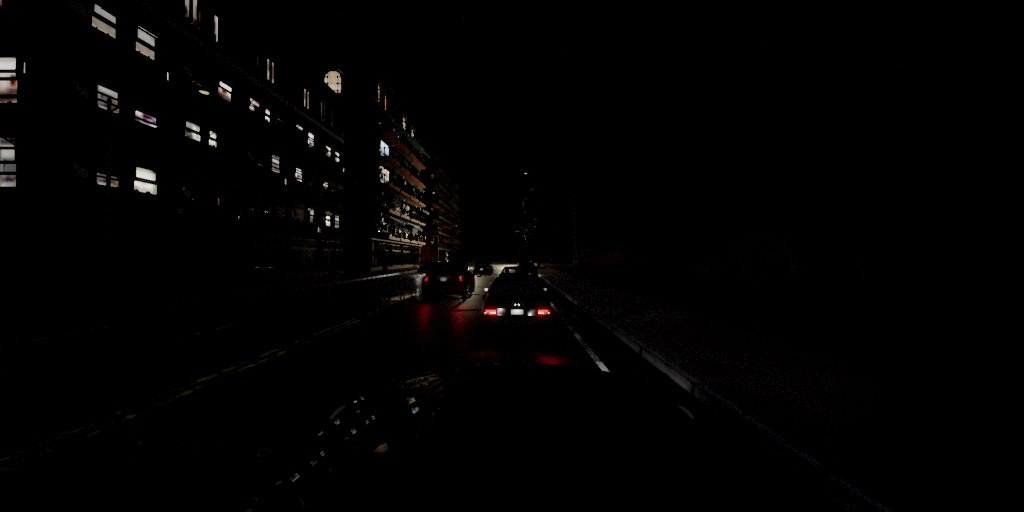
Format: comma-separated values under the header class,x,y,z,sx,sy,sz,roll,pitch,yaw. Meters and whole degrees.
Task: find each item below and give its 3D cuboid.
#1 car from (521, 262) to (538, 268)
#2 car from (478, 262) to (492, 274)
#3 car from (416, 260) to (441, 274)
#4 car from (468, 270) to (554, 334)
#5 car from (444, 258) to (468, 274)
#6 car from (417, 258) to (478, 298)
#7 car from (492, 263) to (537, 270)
class,x,y,z,sx,sy,sz,roll,pitch,yaw
car,1.174,1.259,30.666,1.837,1.490,4.892,0,0,0
car,-3.104,1.319,38.699,1.994,1.385,4.181,0,0,0
car,-9.798,1.279,42.280,1.812,1.442,4.674,0,0,0
car,0.113,1.299,10.538,2.033,1.411,5.357,0,0,0
car,-6.548,1.106,42.477,2.097,1.767,4.553,0,0,0
car,-3.128,1.105,18.455,2.097,1.767,4.553,0,0,0
car,0.124,1.301,20.899,2.033,1.411,5.357,0,0,0
